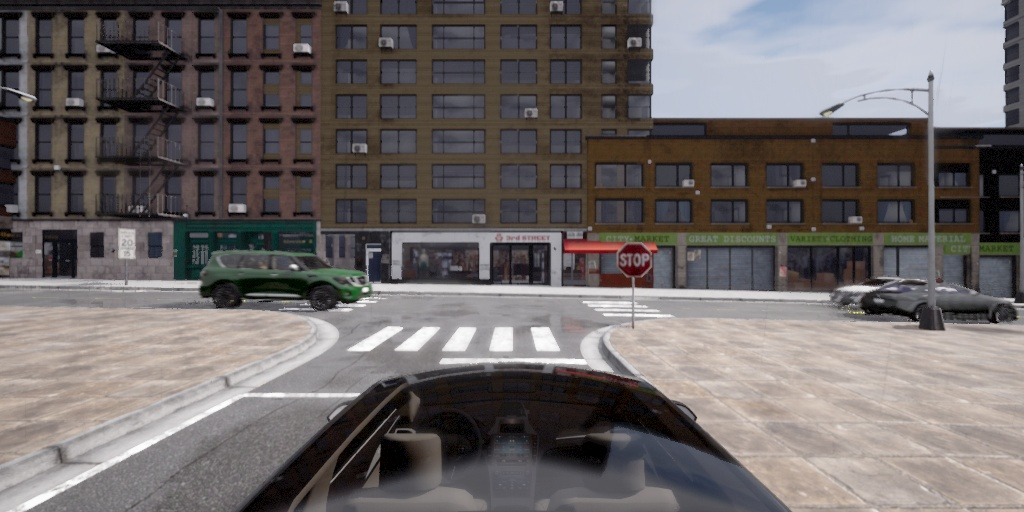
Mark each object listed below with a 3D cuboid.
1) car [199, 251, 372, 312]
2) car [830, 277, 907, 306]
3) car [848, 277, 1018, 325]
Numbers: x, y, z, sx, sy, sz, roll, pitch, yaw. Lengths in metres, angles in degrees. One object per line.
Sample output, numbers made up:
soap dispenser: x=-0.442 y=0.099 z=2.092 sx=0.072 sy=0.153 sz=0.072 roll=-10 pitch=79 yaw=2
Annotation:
car: x=-8.143 y=0.848 z=13.140 sx=5.566 sy=2.045 sz=2.150 roll=1 pitch=0 yaw=0
car: x=17.088 y=1.671 z=16.081 sx=4.674 sy=1.442 sz=1.812 roll=1 pitch=0 yaw=0
car: x=15.434 y=1.657 z=13.131 sx=4.181 sy=1.385 sz=1.994 roll=1 pitch=0 yaw=0
